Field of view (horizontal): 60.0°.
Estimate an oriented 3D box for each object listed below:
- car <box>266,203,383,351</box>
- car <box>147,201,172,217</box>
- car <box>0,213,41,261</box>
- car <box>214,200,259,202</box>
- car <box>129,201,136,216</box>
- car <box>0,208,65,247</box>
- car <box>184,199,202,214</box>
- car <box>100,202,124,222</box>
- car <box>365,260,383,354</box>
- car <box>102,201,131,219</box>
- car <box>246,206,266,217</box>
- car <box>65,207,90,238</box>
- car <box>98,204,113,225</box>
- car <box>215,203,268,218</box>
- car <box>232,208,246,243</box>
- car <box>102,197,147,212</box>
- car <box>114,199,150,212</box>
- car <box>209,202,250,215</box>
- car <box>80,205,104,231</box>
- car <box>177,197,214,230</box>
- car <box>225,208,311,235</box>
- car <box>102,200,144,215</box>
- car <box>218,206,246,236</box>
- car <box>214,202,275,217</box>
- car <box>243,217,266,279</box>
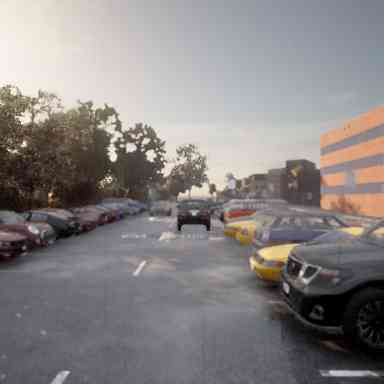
[{"bbox_3d":[4.389,1.296,5.756,5.566,2.045,2.435,0,-1,0],"label":"car"},{"bbox_3d":[-3.333,1.766,36.274,2.097,1.767,4.553,0,-1,0],"label":"car"},{"bbox_3d":[-8.155,1.610,11.217,5.008,1.535,2.097,0,-1,0],"label":"car"},{"bbox_3d":[4.431,1.900,36.834,5.008,1.535,2.097,0,-1,0],"label":"car"},{"bbox_3d":[-8.140,1.838,31.106,4.892,1.521,2.231,0,-1,0],"label":"car"},{"bbox_3d":[-8.180,1.517,14.042,4.553,1.767,2.185,0,-1,0],"label":"car"},{"bbox_3d":[0.114,1.827,42.205,2.097,1.767,4.553,0,-1,0],"label":"car"},{"bbox_3d":[-8.141,1.773,25.459,5.008,1.535,2.097,0,-1,0],"label":"car"},{"bbox_3d":[4.413,1.555,2.927,4.674,1.452,2.002,0,-1,0],"label":"car"},{"bbox_3d":[-8.140,1.805,28.282,5.008,1.535,2.097,0,-1,0],"label":"car"},{"bbox_3d":[4.387,1.486,11.406,4.553,1.767,2.185,0,-1,0],"label":"car"},{"bbox_3d":[-8.143,1.674,16.864,5.008,1.535,2.097,0,-1,0],"label":"car"},{"bbox_3d":[-8.176,1.770,22.635,4.792,1.488,2.163,0,-1,0],"label":"car"},{"bbox_3d":[4.452,1.803,25.531,4.792,1.488,2.163,0,-1,0],"label":"car"},{"bbox_3d":[4.605,1.641,14.230,5.366,1.575,1.946,0,-1,0],"label":"car"},{"bbox_3d":[-8.118,1.676,39.455,5.566,2.045,2.435,0,-1,0],"label":"car"},{"bbox_3d":[-8.082,1.851,45.234,4.553,1.767,2.185,0,-1,0],"label":"car"},{"bbox_3d":[4.429,1.969,39.661,4.674,1.452,2.002,0,-1,0],"label":"car"},{"bbox_3d":[-8.152,1.707,19.687,5.008,1.535,2.097,0,-1,0],"label":"car"},{"bbox_3d":[0.108,1.488,23.221,2.150,2.045,5.566,0,-1,0],"label":"car"},{"bbox_3d":[4.424,1.749,19.880,4.674,1.452,2.002,0,-1,0],"label":"car"},{"bbox_3d":[-8.153,1.900,36.753,4.892,1.521,2.231,0,-1,0],"label":"car"},{"bbox_3d":[4.235,1.673,17.056,5.366,1.575,1.946,0,-1,0],"label":"car"},{"bbox_3d":[4.421,1.846,28.357,4.674,1.452,2.002,0,-1,0],"label":"car"},{"bbox_3d":[4.232,1.577,8.579,5.366,1.575,1.946,0,-1,0],"label":"car"}]
